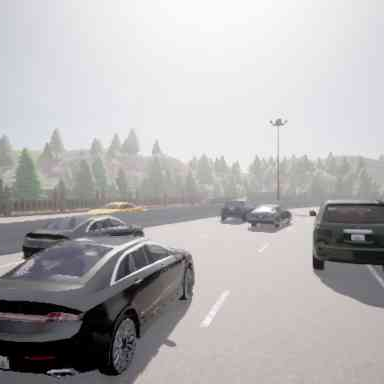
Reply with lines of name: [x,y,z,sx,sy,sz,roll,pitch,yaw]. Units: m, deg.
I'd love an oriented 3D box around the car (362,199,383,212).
car: [22.198,1.546,39.942,1.994,1.385,4.181,-1,0,44]

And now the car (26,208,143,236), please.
car: [-3.280,1.501,11.118,2.128,1.511,4.902,0,0,18]

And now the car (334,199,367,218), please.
car: [15.078,1.472,31.446,1.882,1.535,5.008,0,0,37]

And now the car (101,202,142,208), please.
car: [-5.573,1.516,24.375,1.882,1.535,5.008,0,0,26]

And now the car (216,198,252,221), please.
car: [4.115,1.376,27.292,2.097,1.767,4.553,0,0,30]

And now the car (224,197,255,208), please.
car: [7.081,1.580,49.496,2.128,1.511,4.902,-1,0,42]

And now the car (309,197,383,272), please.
car: [5.063,1.225,10.767,2.150,2.045,5.566,0,0,21]

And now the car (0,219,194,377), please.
car: [-1.330,1.495,5.702,2.128,1.511,4.902,0,0,15]

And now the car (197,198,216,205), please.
car: [2.754,1.611,49.843,1.837,1.490,4.892,-1,0,41]

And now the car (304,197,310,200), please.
car: [20.632,1.594,57.696,4.674,1.442,1.812,0,-1,-39]

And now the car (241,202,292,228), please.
car: [5.372,1.559,22.520,2.033,1.411,5.357,0,0,28]
